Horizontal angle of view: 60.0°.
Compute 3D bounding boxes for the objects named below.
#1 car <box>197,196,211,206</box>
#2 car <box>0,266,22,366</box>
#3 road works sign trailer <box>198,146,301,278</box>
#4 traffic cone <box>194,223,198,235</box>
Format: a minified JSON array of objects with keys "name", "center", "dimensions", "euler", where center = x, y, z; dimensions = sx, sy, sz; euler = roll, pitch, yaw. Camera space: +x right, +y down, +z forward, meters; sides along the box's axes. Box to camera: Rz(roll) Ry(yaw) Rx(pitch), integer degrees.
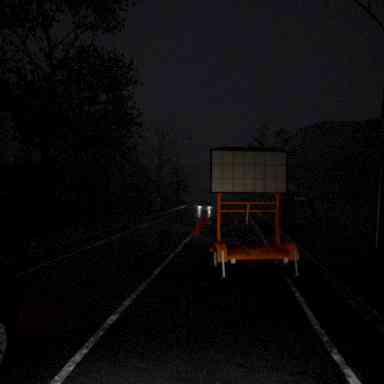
[{"name":"car","center":[1.930,1.313,50.369],"dimensions":[1.812,1.442,4.674],"euler":[0,0,3]},{"name":"car","center":[-3.334,1.471,2.593],"dimensions":[2.128,1.511,4.902],"euler":[0,0,3]},{"name":"road works sign trailer","center":[1.674,0.447,10.165],"dimensions":[2.380,3.560,2.880],"euler":[1,0,-7]},{"name":"traffic cone","center":[0.264,1.888,16.868],"dimensions":[0.340,0.580,0.340],"euler":[1,0,7]}]
